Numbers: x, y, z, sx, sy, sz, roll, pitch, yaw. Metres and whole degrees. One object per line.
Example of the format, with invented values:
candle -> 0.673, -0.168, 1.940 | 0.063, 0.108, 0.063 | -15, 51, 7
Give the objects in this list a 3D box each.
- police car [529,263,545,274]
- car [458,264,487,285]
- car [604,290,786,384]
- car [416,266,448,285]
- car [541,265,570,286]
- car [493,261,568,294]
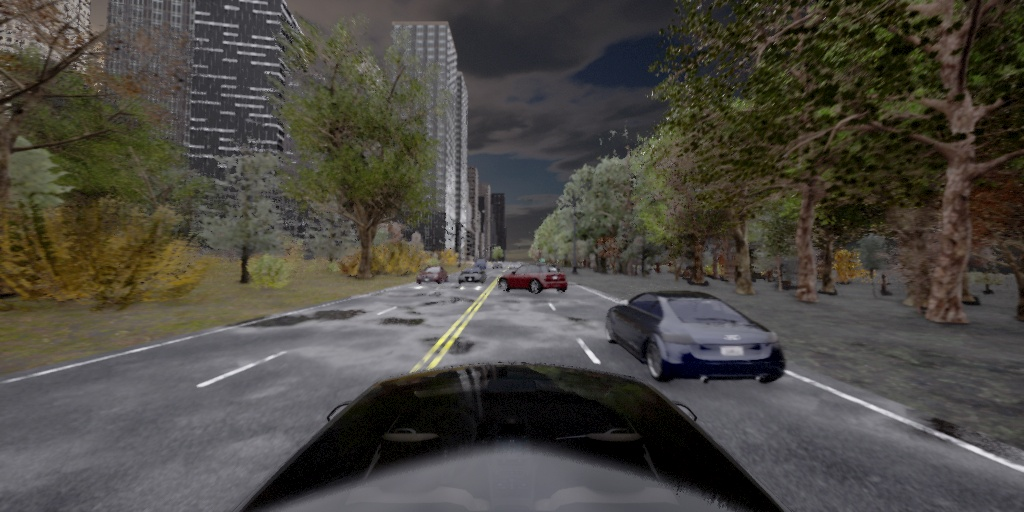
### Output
police car -> 3.549, 1.748, 51.337 | 2.038, 1.542, 4.974 | 0, -1, 0
car -> -3.168, 1.576, 29.154 | 1.994, 1.385, 4.181 | -1, 0, 1
car -> 3.265, 1.377, 7.308 | 1.994, 1.385, 4.181 | -1, 0, 0
car -> -6.388, 1.541, 29.256 | 1.812, 1.442, 4.674 | 0, -1, 1
car -> 3.434, 1.517, 29.322 | 1.812, 1.442, 4.674 | 2, -1, 0
car -> 1.120, 1.269, 21.199 | 2.097, 1.767, 4.553 | 1, -3, -35
